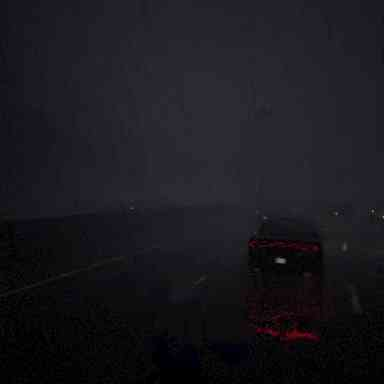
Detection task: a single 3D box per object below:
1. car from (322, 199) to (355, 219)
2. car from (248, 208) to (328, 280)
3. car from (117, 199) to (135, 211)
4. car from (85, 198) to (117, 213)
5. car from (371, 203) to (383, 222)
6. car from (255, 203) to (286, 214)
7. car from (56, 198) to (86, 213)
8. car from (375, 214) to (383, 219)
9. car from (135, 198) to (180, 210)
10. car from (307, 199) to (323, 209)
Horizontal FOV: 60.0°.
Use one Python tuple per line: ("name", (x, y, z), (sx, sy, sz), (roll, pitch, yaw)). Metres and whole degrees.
("car", (13.458, 1.558, 30.050), (1.837, 1.490, 4.892), (0, 0, 32))
("car", (3.063, 1.485, 10.189), (1.882, 1.535, 5.008), (0, 0, 22))
("car", (-4.970, 1.434, 33.710), (1.837, 1.490, 4.892), (0, 0, 30))
("car", (-8.440, 1.431, 34.668), (1.812, 1.442, 4.674), (0, 0, 30))
("car", (15.322, 1.595, 26.453), (1.812, 1.442, 4.674), (0, 0, 31))
("car", (5.936, 1.536, 24.129), (1.812, 1.442, 4.674), (0, 0, 28))
("car", (-12.052, 1.372, 35.369), (2.128, 1.511, 4.902), (0, 0, 29))
("car", (5.764, 1.519, 7.568), (2.128, 1.511, 4.902), (0, 0, 22))
("car", (-2.806, 1.472, 30.421), (1.812, 1.442, 4.674), (0, 0, 29))
("car", (14.690, 1.543, 38.143), (2.128, 1.511, 4.902), (0, 0, 35))
